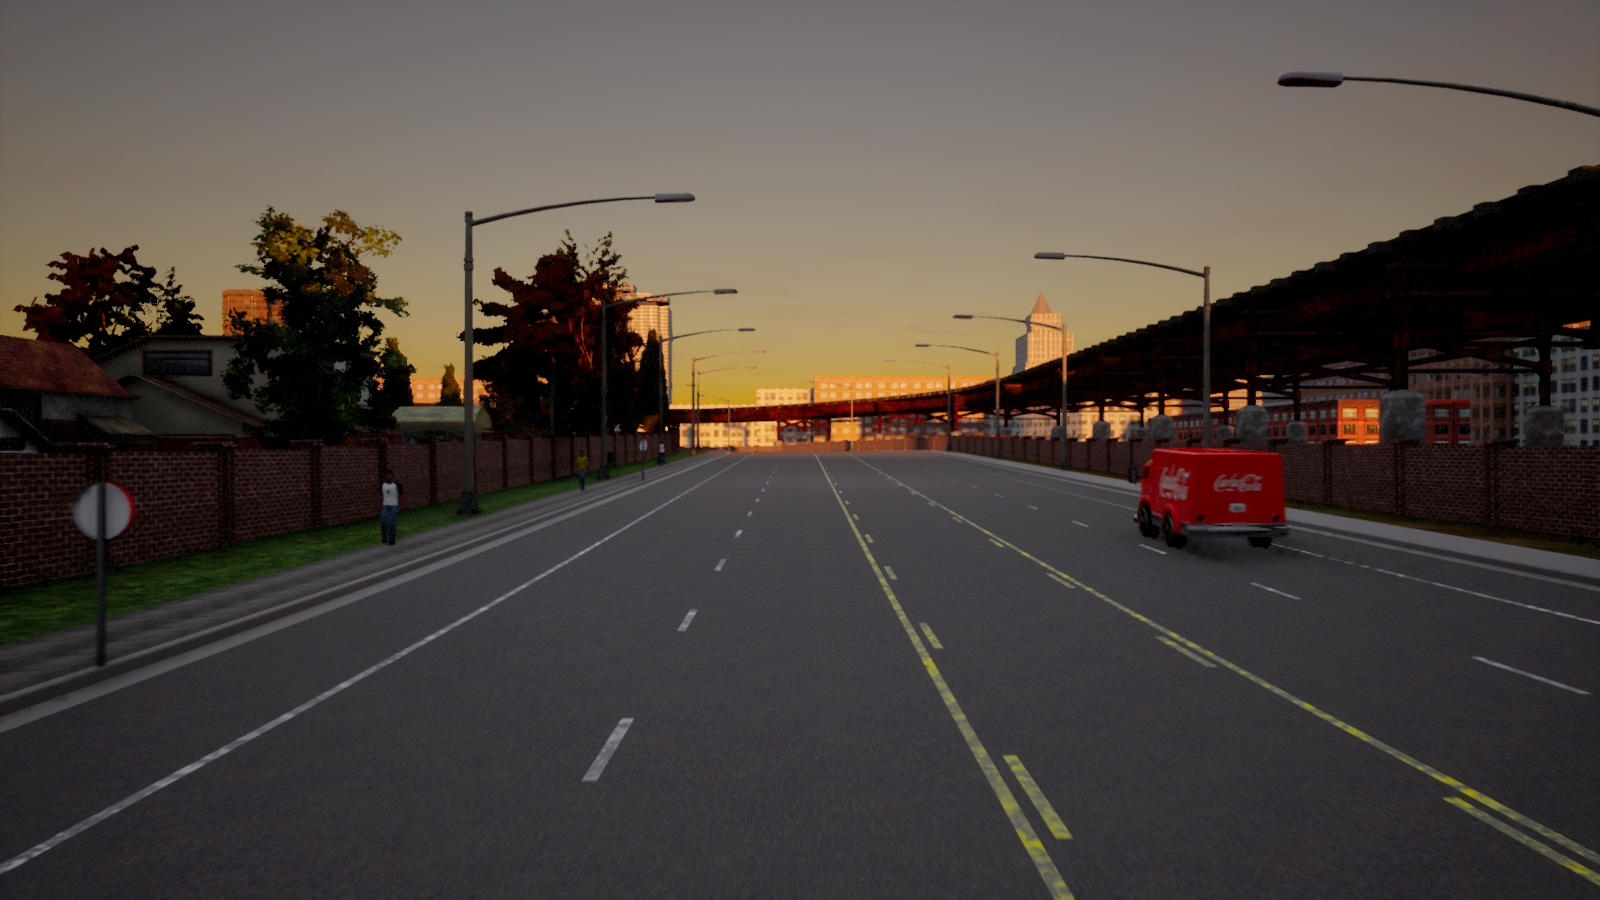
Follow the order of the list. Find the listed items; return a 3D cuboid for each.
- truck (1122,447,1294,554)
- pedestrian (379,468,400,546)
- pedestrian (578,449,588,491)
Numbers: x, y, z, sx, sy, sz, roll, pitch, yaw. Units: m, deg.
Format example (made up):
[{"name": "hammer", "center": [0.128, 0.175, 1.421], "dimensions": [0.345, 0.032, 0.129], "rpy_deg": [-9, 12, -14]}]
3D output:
[{"name": "truck", "center": [10.504, 1.204, 29.946], "dimensions": [2.627, 2.467, 5.204], "rpy_deg": [0, 1, 0]}, {"name": "pedestrian", "center": [-9.922, 1.376, 27.643], "dimensions": [0.375, 1.860, 0.375], "rpy_deg": [0, 0, -2]}, {"name": "pedestrian", "center": [-9.638, 0.892, 50.658], "dimensions": [0.375, 1.860, 0.375], "rpy_deg": [0, 0, -1]}]
